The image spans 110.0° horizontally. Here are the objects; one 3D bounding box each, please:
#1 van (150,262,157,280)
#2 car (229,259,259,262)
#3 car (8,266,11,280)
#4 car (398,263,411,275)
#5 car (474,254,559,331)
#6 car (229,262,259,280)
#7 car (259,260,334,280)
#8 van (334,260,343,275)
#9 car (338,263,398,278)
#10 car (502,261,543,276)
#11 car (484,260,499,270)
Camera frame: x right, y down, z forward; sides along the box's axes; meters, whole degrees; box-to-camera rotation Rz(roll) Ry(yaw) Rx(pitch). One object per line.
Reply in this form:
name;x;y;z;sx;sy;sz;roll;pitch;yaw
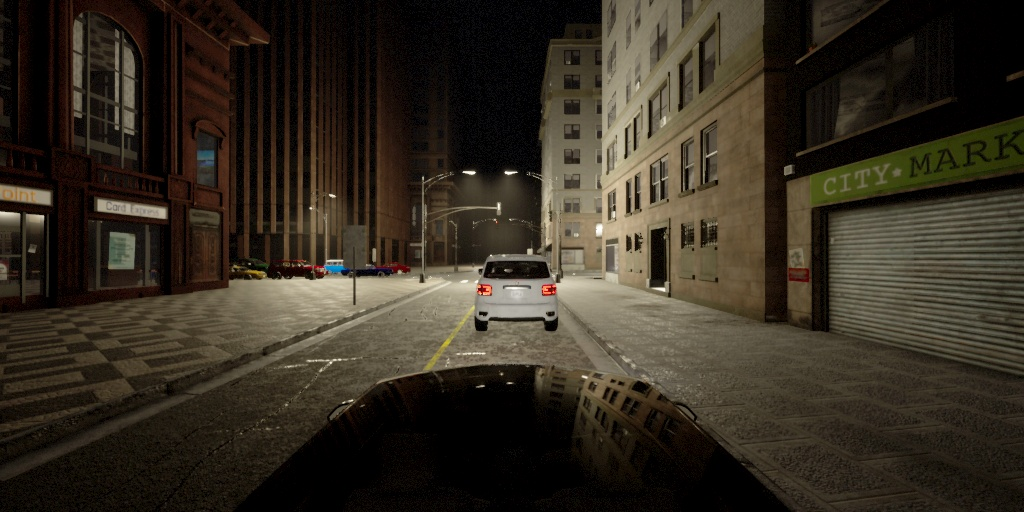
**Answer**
van;-30.857;1.435;32.830;3.998;1.789;1.690;0;0;0
car;-25.935;1.271;35.386;5.566;2.045;2.150;-1;0;0
car;-47.730;1.849;32.898;4.403;1.370;2.007;0;0;0
car;-13.960;1.477;41.288;4.507;1.381;1.888;0;0;0
car;0.104;0.974;11.090;2.150;2.045;5.566;0;0;0
car;-25.063;1.552;32.807;4.829;1.417;1.751;0;0;0
car;-19.609;1.273;32.785;5.009;1.841;2.192;0;0;0
van;-19.584;1.340;41.311;3.998;1.789;1.690;0;0;0
car;-14.132;1.506;35.335;4.718;1.301;1.895;-1;0;0
car;1.007;1.261;37.812;1.812;1.442;4.674;-1;0;-37
car;-3.061;1.342;54.403;1.895;1.301;4.718;0;0;0
